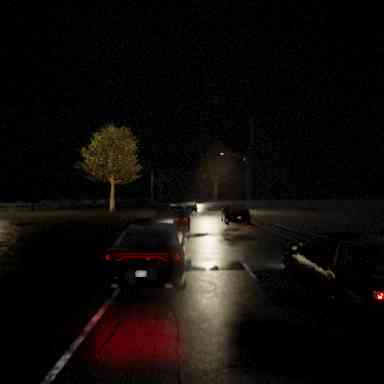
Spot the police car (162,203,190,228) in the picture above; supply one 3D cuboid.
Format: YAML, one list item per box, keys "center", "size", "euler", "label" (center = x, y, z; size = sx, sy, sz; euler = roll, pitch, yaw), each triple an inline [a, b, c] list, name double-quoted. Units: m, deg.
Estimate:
- center: [-1.136, 1.715, 25.562]
  size: [1.930, 1.638, 5.238]
  euler: [0, -1, 0]
  label: "police car"

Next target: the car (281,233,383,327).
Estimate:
- center: [3.577, 1.639, 7.504]
  size: [2.033, 1.411, 5.357]
  euler: [0, -1, 0]
  label: "car"

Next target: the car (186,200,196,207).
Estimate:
- center: [-0.227, 2.289, 65.630]
  size: [1.994, 1.385, 4.181]
  euler: [0, -1, 0]
  label: "car"

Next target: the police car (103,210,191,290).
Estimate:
- center: [-1.079, 1.540, 9.563]
  size: [1.930, 1.638, 5.238]
  euler: [0, -1, 0]
  label: "police car"

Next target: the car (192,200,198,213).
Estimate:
- center: [-0.145, 2.046, 44.764]
  size: [2.033, 1.411, 5.357]
  euler: [0, -1, 0]
  label: "car"

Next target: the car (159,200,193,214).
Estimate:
- center: [-1.115, 1.573, 19.423]
  size: [2.097, 1.767, 4.553]
  euler: [0, -1, 0]
  label: "car"

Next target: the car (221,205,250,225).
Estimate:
- center: [3.508, 1.784, 27.214]
  size: [1.882, 1.535, 5.008]
  euler: [0, -1, 0]
  label: "car"
